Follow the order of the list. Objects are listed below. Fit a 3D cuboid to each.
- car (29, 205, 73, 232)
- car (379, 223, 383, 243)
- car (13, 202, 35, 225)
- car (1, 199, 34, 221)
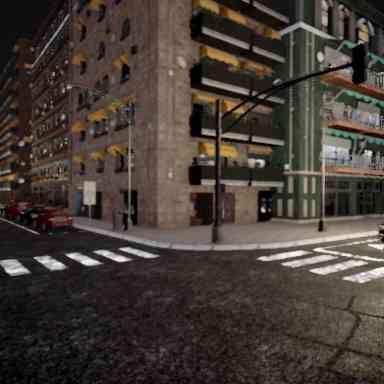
[{"bbox_3d":[-8.853,1.727,21.247,1.802,1.307,4.206,-1,0,-37],"label":"car"},{"bbox_3d":[10.324,1.533,15.046,4.902,1.511,2.128,0,0,-35],"label":"car"},{"bbox_3d":[-12.170,1.752,25.718,1.947,1.339,4.313,-1,0,-37],"label":"car"},{"bbox_3d":[-15.491,1.541,30.191,2.192,1.841,5.009,-1,0,-37],"label":"car"}]
